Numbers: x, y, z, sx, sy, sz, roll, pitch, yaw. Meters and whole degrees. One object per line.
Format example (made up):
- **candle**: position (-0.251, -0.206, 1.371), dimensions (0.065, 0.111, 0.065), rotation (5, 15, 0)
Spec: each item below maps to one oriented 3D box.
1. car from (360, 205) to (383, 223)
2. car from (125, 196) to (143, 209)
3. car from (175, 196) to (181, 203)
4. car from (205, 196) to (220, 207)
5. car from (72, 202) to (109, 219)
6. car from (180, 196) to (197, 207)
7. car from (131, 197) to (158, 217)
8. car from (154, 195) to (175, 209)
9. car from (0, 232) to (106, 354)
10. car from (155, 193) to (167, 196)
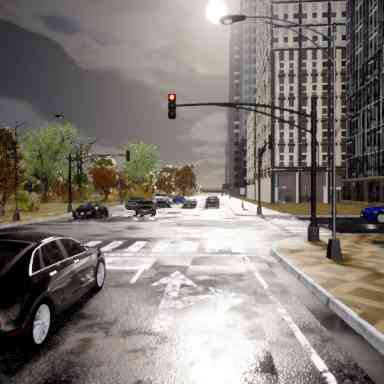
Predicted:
- **car**: position (14.356, 1.319, 22.991), dimensions (5.008, 1.535, 1.882), rotation (0, 0, 5)
- **car**: position (-7.365, 1.343, 44.043), dimensions (2.097, 1.767, 4.553), rotation (0, 0, 5)
- **car**: position (-2.501, 1.475, 63.531), dimensions (1.882, 1.535, 5.008), rotation (0, 0, 5)
- **car**: position (3.126, 1.347, 50.441), dimensions (2.097, 1.767, 4.553), rotation (0, 0, 5)
- **car**: position (-8.604, 1.552, 28.450), dimensions (1.994, 1.385, 4.181), rotation (0, 0, 4)
- **car**: position (-0.219, 1.594, 49.383), dimensions (1.895, 1.301, 4.718), rotation (0, 0, 5)
- **car**: position (-4.436, 1.490, 31.613), dimensions (1.837, 1.490, 4.892), rotation (-1, -1, -6)
- **car**: position (-3.942, 1.556, 46.074), dimensions (1.994, 1.385, 4.181), rotation (0, 0, 5)
- **car**: position (-3.023, 1.504, 6.175), dimensions (1.837, 1.490, 4.892), rotation (0, 0, 1)
- **car**: position (-5.857, 1.220, 62.431), dimensions (2.150, 2.045, 5.566), rotation (0, 0, 5)
